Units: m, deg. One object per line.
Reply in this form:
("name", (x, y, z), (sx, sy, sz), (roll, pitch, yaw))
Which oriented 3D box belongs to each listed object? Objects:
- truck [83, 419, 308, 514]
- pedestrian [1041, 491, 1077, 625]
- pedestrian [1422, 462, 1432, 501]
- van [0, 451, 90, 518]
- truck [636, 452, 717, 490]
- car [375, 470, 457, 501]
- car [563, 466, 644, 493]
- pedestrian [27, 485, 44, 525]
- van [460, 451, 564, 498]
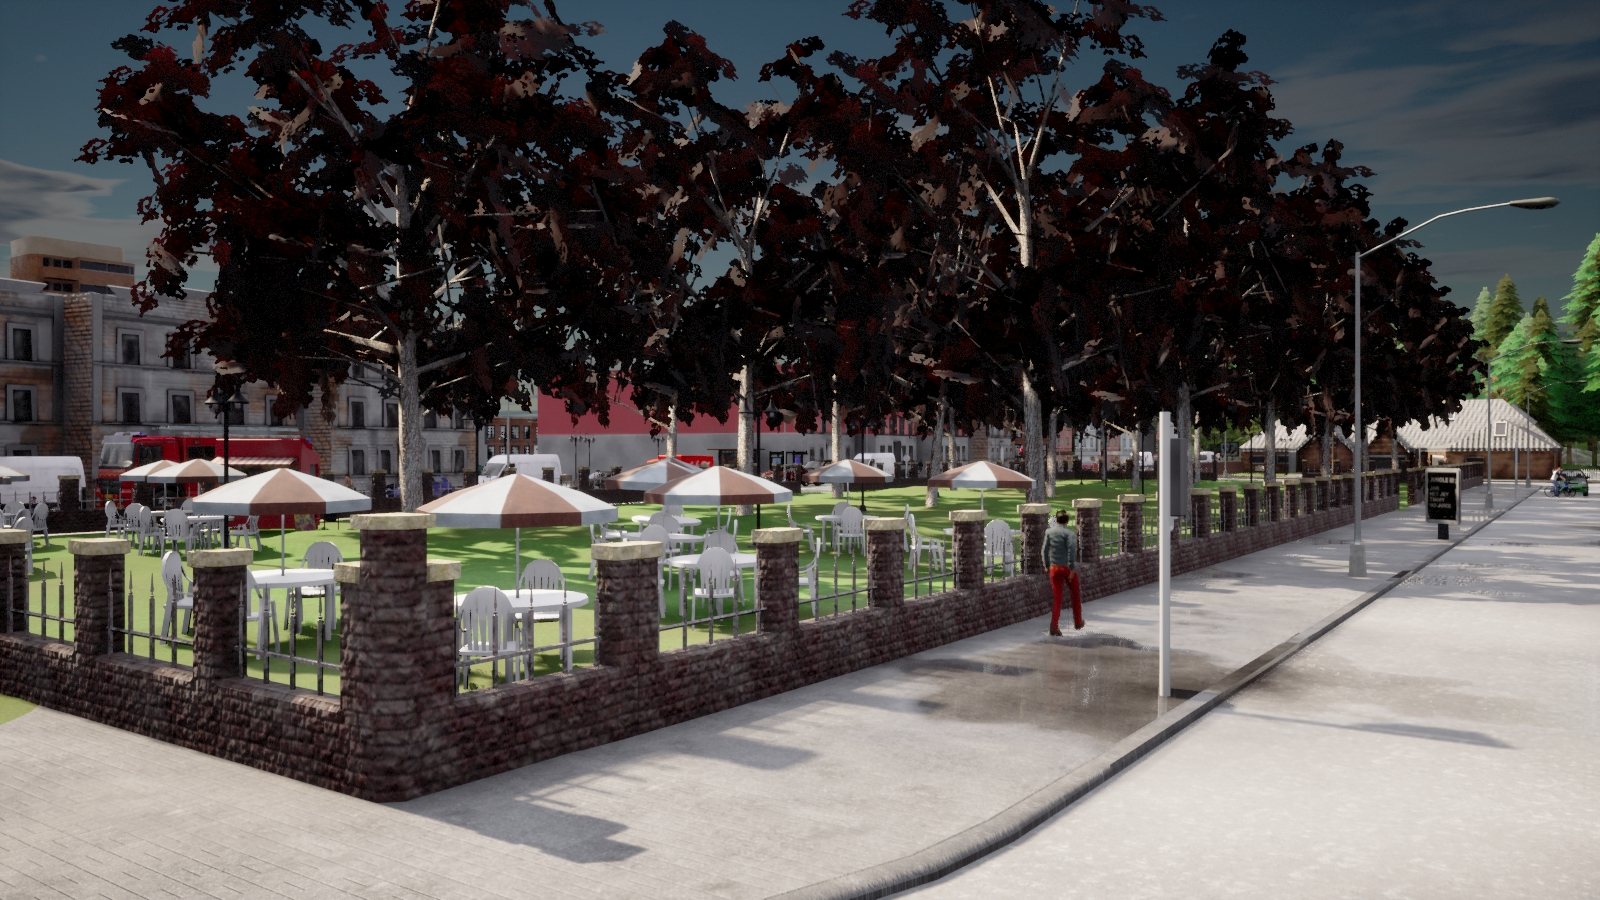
("truck", (-26.598, 0.670, 50.778), (2.891, 3.827, 8.468), (0, 0, 35))
("pedestrian", (3.671, 1.517, 16.211), (0.375, 1.860, 0.375), (0, 0, 37))
("pedestrian", (30.144, 1.525, 54.894), (0.375, 1.860, 0.375), (0, 0, 35))
("van", (-31.021, 1.314, 44.007), (1.988, 2.561, 5.915), (0, 0, 35))
("truck", (-8.233, 1.348, 76.671), (2.627, 2.467, 5.204), (0, 0, 35))
("car", (-20.045, 1.818, 59.739), (1.845, 1.501, 3.633), (0, 0, 35))
("car", (-12.166, 1.814, 71.050), (2.097, 1.535, 5.006), (0, 0, 35))
("pedestrian", (-25.125, 1.805, 37.535), (0.375, 1.300, 0.375), (0, 0, 41))
("van", (-16.329, 1.314, 65.083), (1.988, 2.561, 5.915), (0, 0, 35))
